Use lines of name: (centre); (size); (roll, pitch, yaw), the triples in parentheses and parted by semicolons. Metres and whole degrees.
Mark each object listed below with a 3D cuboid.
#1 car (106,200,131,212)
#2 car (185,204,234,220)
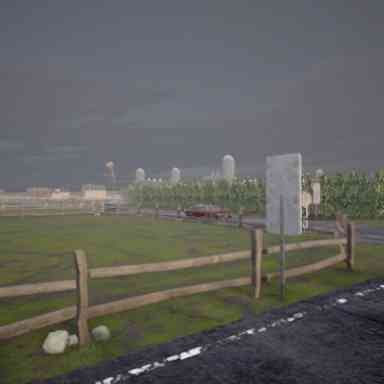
car: (-9.930, 1.789, 44.851); (1.882, 1.535, 5.008); (-1, 0, -35)
car: (1.474, 1.747, 28.767); (1.895, 1.301, 4.718); (-1, 0, -35)
